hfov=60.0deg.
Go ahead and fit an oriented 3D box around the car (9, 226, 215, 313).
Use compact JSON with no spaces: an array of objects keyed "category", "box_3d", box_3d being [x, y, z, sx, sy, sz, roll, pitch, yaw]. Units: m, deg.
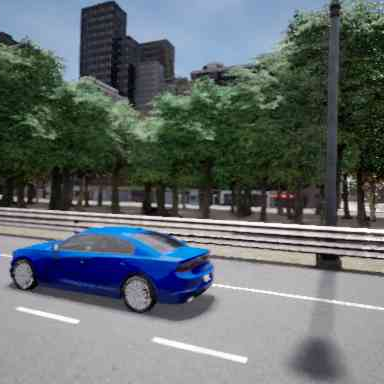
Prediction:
[{"category":"car","box_3d":[-1.954,1.542,7.721,5.008,1.535,1.882,1,-1,24]}]
